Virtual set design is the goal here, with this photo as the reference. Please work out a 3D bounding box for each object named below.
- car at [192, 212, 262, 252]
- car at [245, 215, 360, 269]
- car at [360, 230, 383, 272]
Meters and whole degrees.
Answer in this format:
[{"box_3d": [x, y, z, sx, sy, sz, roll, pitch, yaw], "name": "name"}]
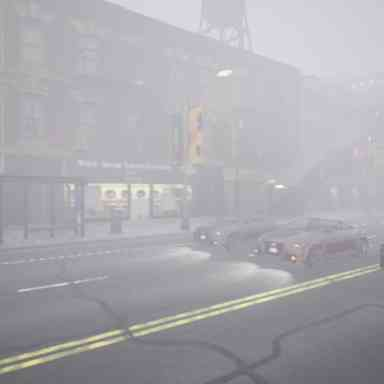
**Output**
[{"box_3d": [2.057, 1.560, 14.042, 4.181, 1.385, 1.994, 0, 0, -35], "name": "car"}, {"box_3d": [4.074, 1.562, 11.181, 4.181, 1.385, 1.994, 0, 0, -35], "name": "car"}, {"box_3d": [6.671, 1.492, 8.476, 4.902, 1.511, 2.128, 0, 0, -36], "name": "car"}]
